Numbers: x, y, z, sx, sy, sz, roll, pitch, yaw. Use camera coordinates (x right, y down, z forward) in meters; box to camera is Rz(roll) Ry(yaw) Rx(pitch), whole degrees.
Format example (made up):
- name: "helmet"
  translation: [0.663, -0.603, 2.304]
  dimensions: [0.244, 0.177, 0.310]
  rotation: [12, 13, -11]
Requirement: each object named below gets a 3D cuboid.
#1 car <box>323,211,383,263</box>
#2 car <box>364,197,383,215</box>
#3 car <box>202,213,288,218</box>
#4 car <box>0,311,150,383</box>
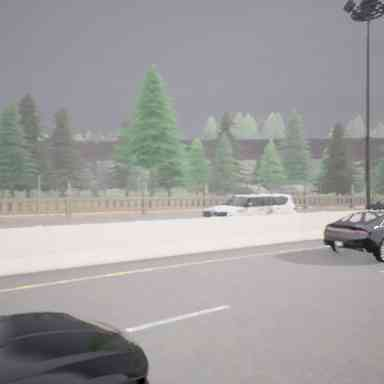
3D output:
- name: "car"
  translation: [6.792, 1.421, 11.657]
  dimensions: [4.902, 1.511, 2.128]
  rotation: [0, 0, -28]
- name: "car"
  translation: [19.292, 1.287, 32.034]
  dimensions: [5.008, 1.535, 1.882]
  rotation: [0, 0, -17]
- name: "car"
  translation: [3.117, 1.101, 17.891]
  dimensions: [5.566, 2.045, 2.150]
  rotation: [0, 0, -28]
- name: "car"
  translation: [-2.581, 1.459, 1.792]
  dimensions: [5.008, 1.535, 1.882]
  rotation: [0, 0, -36]
